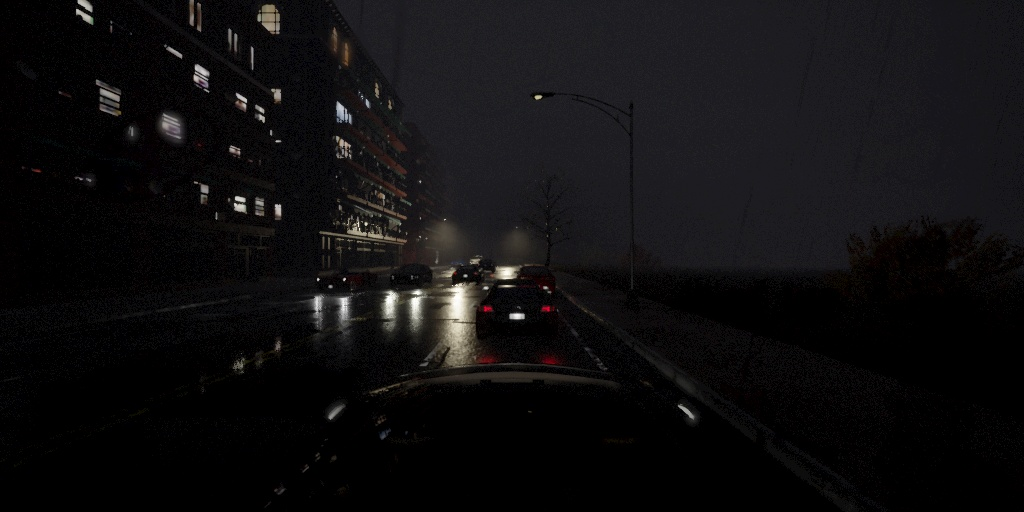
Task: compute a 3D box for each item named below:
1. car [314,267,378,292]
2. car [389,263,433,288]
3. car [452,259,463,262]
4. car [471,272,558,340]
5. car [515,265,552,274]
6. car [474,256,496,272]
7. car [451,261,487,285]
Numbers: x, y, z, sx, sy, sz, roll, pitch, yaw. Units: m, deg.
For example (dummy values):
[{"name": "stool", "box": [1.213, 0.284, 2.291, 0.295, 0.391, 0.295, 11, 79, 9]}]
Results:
[{"name": "car", "box": [-9.832, 1.353, 21.655, 1.895, 1.301, 4.718, 0, 0, 0]}, {"name": "car", "box": [-6.580, 1.230, 23.863, 1.882, 1.535, 5.008, 0, 0, 0]}, {"name": "car", "box": [-9.740, 1.228, 64.375, 1.882, 1.535, 5.008, 0, 0, 1]}, {"name": "car", "box": [0.109, 1.315, 9.996, 1.994, 1.385, 4.181, 0, 0, 0]}, {"name": "car", "box": [1.153, 1.230, 18.916, 1.882, 1.535, 5.008, 0, 0, 0]}, {"name": "car", "box": [-3.114, 1.104, 44.592, 2.097, 1.767, 4.553, 0, 0, 1]}, {"name": "car", "box": [-3.127, 1.316, 26.119, 1.994, 1.385, 4.181, 0, 0, 0]}]
